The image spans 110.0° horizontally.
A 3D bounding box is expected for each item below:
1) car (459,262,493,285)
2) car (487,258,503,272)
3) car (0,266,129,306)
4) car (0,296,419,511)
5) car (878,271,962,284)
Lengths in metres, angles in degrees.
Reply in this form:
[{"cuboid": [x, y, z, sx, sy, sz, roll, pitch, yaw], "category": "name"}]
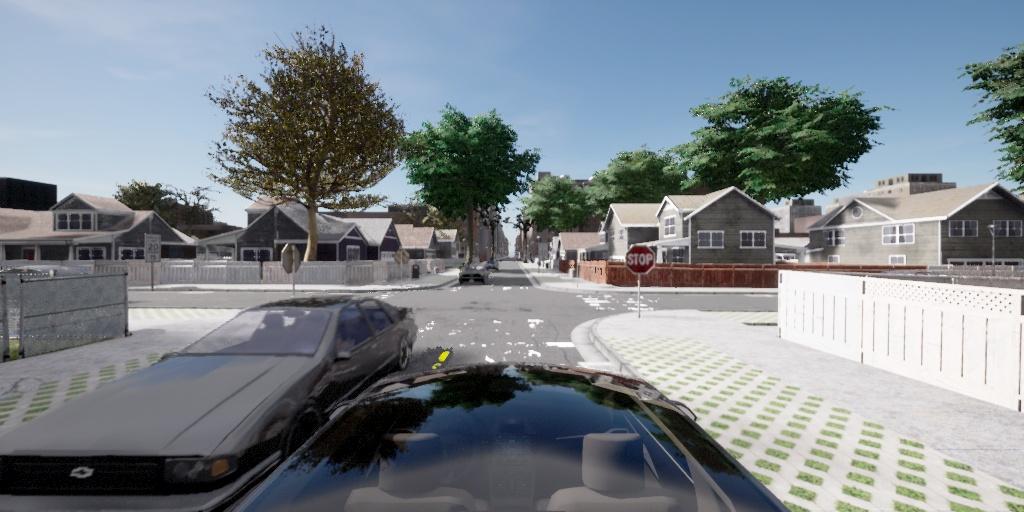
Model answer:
[{"cuboid": [-2.702, 1.354, 26.220, 1.895, 1.301, 4.718, 0, 0, 0], "category": "car"}, {"cuboid": [-2.662, 1.301, 47.952, 2.033, 1.411, 5.357, 0, 0, 0], "category": "car"}, {"cuboid": [-18.422, 1.166, 14.409, 4.892, 1.490, 1.837, 0, 0, 0], "category": "car"}, {"cuboid": [-2.744, 1.299, 4.878, 2.033, 1.411, 5.357, 0, 0, 0], "category": "car"}, {"cuboid": [18.793, 1.411, 17.286, 5.357, 1.411, 2.033, 0, 0, 0], "category": "car"}]
